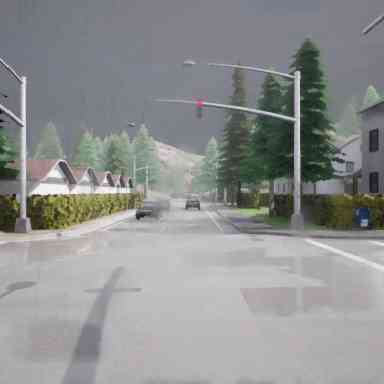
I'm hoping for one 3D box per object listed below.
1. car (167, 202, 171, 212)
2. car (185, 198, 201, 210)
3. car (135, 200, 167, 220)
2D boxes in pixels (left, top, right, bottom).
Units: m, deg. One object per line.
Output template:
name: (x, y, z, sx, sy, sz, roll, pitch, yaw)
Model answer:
car: (-3.567, 1.577, 38.551, 1.994, 1.385, 4.181, 0, 0, 1)
car: (0.112, 1.519, 43.284, 1.837, 1.490, 4.892, 0, 0, 0)
car: (-3.591, 1.557, 28.633, 2.033, 1.411, 5.357, 0, 0, 0)
